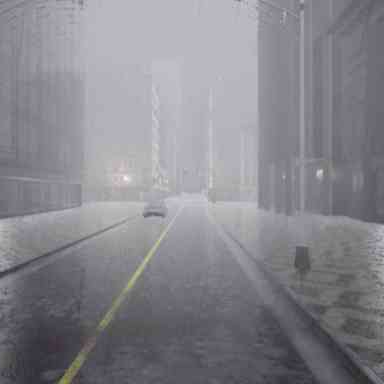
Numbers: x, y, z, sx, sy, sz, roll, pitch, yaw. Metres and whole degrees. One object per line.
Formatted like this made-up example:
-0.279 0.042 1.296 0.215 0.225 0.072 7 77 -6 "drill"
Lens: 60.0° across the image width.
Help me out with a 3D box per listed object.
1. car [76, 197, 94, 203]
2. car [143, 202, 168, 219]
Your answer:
-22.390 1.638 66.267 5.357 1.411 2.033 0 0 0 "car"
-3.106 1.572 29.367 2.033 1.411 5.357 0 0 0 "car"
